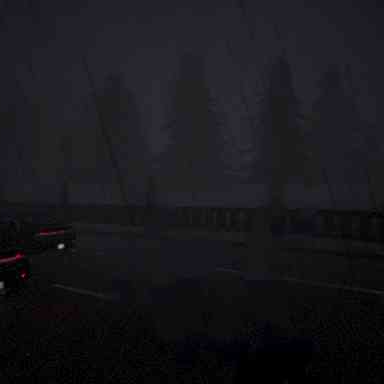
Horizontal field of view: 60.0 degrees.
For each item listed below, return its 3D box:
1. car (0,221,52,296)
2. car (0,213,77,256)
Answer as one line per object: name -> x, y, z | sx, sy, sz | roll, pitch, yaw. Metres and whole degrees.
car -> -5.623, 1.501, 7.287 | 4.902, 1.511, 2.128 | 0, 0, 31
car -> -6.214, 1.496, 11.670 | 4.902, 1.511, 2.128 | 0, 0, 30
